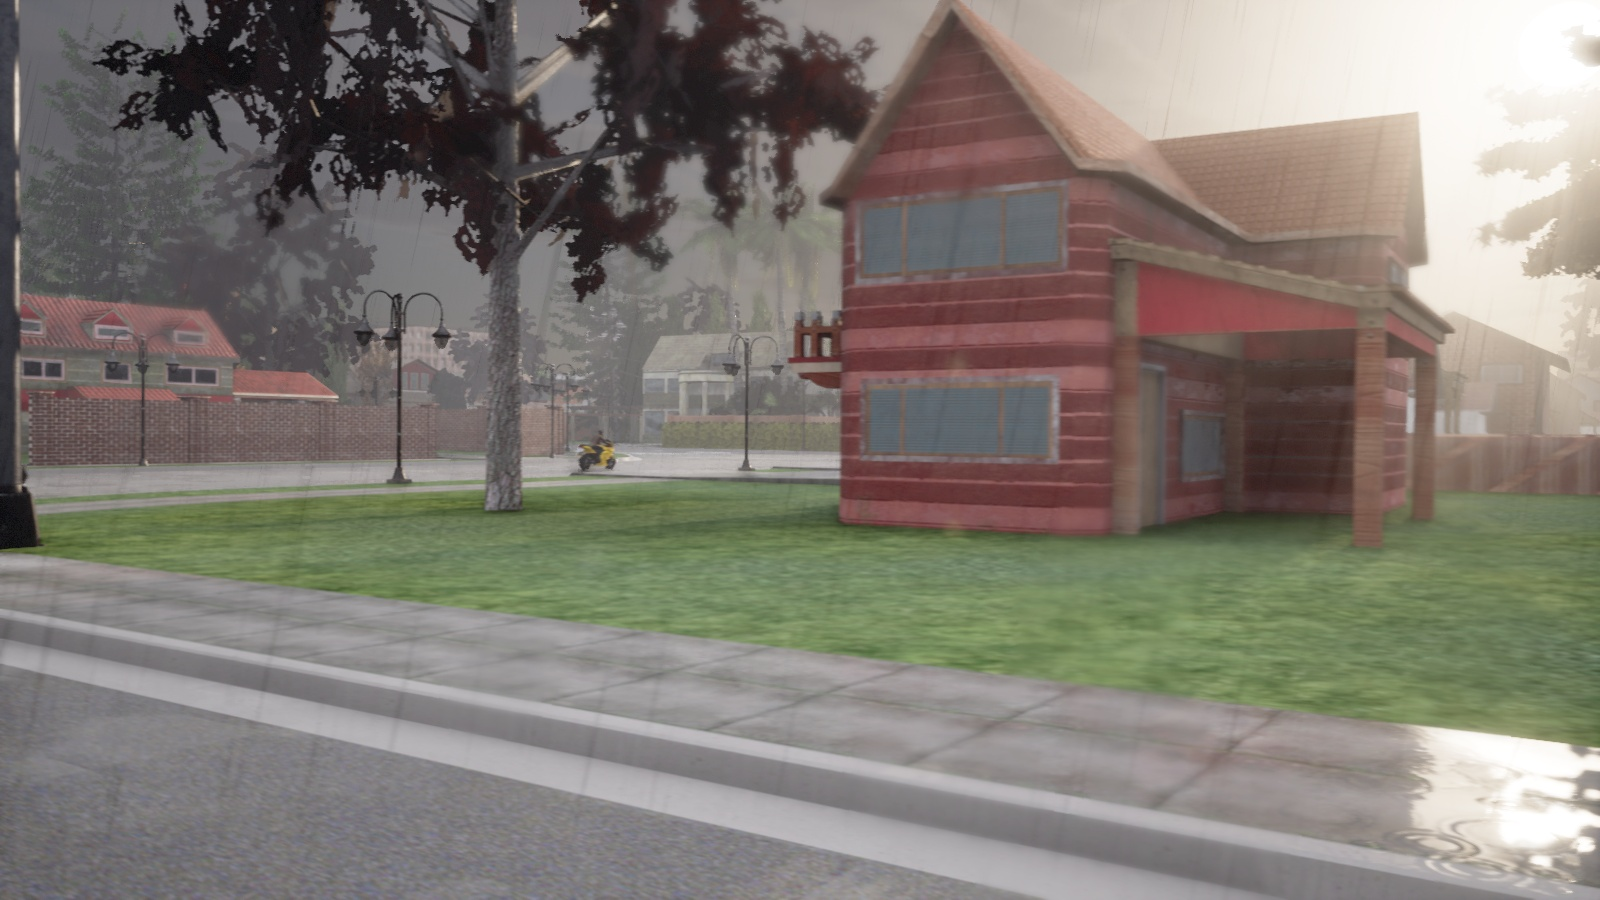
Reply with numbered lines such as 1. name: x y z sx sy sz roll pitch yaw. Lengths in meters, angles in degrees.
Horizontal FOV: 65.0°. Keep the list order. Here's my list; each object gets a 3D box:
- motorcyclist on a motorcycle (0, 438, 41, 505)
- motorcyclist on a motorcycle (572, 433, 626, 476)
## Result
1. motorcyclist on a motorcycle: -18.509 0.494 28.503 0.797 1.523 2.044 0 1 32
2. motorcyclist on a motorcycle: -7.395 0.148 46.319 0.797 1.523 2.044 0 1 32
